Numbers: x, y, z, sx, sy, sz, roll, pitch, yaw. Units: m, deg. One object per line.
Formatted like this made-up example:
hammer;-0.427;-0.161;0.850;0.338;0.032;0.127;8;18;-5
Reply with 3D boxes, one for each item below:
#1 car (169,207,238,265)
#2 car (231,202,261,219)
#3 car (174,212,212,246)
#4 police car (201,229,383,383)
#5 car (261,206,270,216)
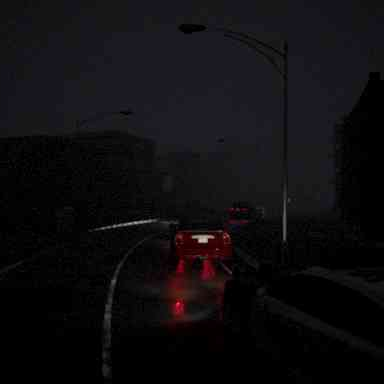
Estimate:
car;0.202;1.648;12.989;2.097;1.767;4.553;1;-1;-4
car;6.589;2.272;42.080;2.150;2.045;5.566;0;-1;25
car;0.175;1.957;18.619;1.812;1.442;4.674;1;-1;4
police car;1.931;1.520;3.962;1.930;1.638;5.238;1;-1;-18
car;10.606;2.827;50.924;1.812;1.442;4.674;0;-1;25
